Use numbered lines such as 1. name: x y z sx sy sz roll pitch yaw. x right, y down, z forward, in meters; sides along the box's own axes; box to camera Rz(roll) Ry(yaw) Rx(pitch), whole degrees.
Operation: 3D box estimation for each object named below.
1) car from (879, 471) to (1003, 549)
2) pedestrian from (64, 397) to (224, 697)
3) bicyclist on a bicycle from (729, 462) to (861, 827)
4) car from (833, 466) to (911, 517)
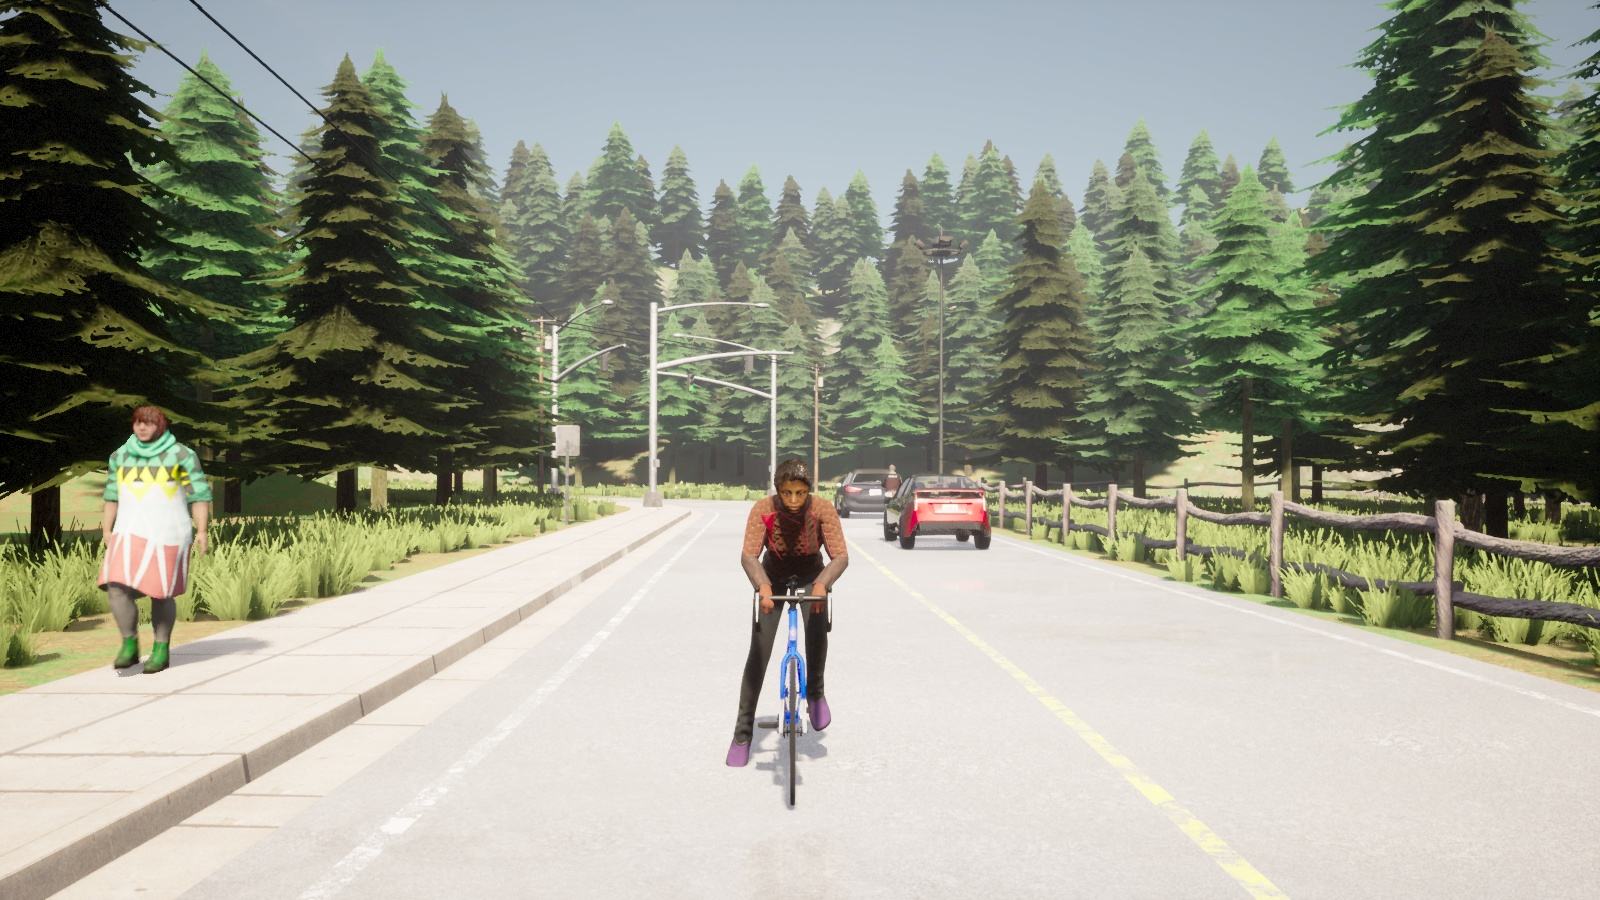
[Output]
1. car: 2.901 1.207 26.798 2.007 1.525 4.514 0 -1 -2
2. pedestrian: -4.485 0.638 8.644 0.659 1.952 0.873 0 -1 -2
3. bicyclist on a bicycle: -0.030 0.875 6.417 0.582 1.620 1.656 0 -1 -1
4. car: 2.399 1.382 43.232 2.242 1.667 4.611 0 -1 -2
